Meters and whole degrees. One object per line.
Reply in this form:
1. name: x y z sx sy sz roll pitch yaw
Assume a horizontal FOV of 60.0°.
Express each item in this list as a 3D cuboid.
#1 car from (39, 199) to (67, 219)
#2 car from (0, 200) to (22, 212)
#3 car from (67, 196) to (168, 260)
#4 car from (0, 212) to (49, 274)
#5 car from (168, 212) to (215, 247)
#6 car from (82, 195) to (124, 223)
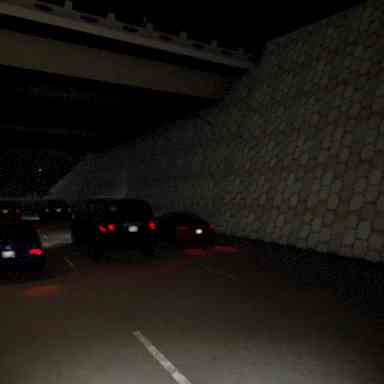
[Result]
1. car: -11.086 1.431 26.946 2.097 1.767 4.553 0 0 -29
2. car: -14.132 1.417 25.221 2.097 1.767 4.553 0 0 -29
3. car: -3.182 1.266 13.001 2.150 2.045 5.566 0 0 -29
4. car: -5.712 1.575 10.346 2.033 1.411 5.357 0 0 -29
5. car: -0.671 1.623 15.691 1.994 1.385 4.181 0 0 -29
6. car: -7.550 1.313 27.783 2.150 2.045 5.566 0 0 -29
